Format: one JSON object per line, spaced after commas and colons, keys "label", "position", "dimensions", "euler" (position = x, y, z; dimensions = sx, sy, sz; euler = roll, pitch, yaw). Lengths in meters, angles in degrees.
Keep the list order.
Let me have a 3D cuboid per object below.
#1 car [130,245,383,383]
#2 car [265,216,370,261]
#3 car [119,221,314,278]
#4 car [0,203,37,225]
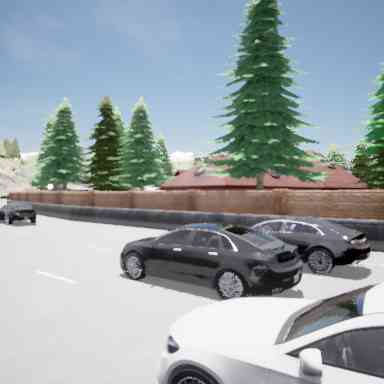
{"label": "car", "position": [1.823, 1.537, 2.776], "dimensions": [4.674, 1.442, 1.812], "euler": [0, 0, 36]}
{"label": "car", "position": [2.939, 1.530, 10.661], "dimensions": [4.902, 1.511, 2.128], "euler": [0, 0, 37]}
{"label": "car", "position": [0.226, 1.534, 8.333], "dimensions": [4.892, 1.490, 1.837], "euler": [0, 0, 37]}
{"label": "car", "position": [-13.331, 1.577, 25.081], "dimensions": [1.837, 1.490, 4.892], "euler": [0, 0, -44]}
